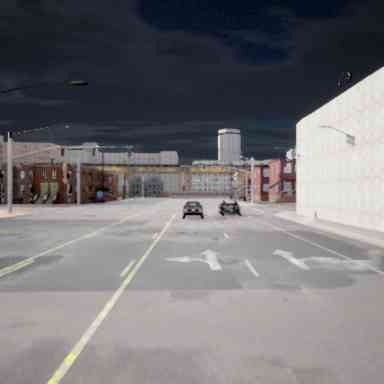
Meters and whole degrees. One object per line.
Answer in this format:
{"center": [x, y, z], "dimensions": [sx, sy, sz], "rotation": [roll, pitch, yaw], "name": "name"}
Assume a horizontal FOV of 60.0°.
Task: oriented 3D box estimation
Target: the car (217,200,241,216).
{"center": [3.591, 1.481, 32.480], "dimensions": [2.128, 1.511, 4.902], "rotation": [0, 0, 0], "name": "car"}

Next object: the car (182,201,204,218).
{"center": [0.071, 1.537, 29.646], "dimensions": [2.033, 1.411, 5.357], "rotation": [0, 0, -1], "name": "car"}
